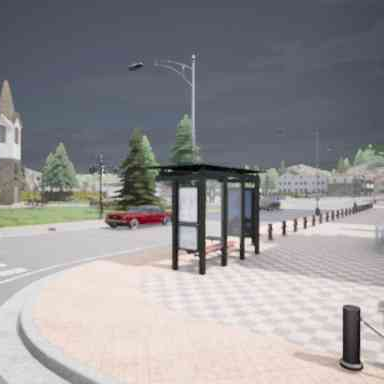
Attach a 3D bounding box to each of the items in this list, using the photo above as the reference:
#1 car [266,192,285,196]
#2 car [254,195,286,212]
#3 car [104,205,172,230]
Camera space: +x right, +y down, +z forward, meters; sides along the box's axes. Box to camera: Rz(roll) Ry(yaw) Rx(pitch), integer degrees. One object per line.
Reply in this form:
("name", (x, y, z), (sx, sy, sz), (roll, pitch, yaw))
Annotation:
("car", (19.875, 1.238, 77.338), (3.633, 1.501, 1.845), (0, 0, 35))
("car", (8.392, 1.420, 36.935), (1.837, 1.490, 4.892), (0, 0, 35))
("car", (-3.095, 1.517, 20.582), (1.895, 1.301, 4.718), (0, 0, 35))
